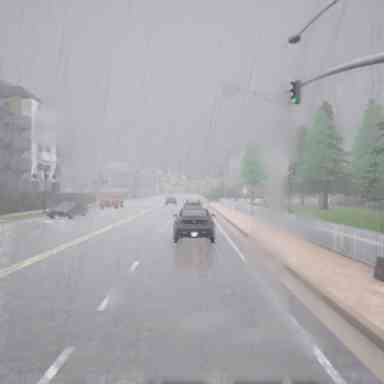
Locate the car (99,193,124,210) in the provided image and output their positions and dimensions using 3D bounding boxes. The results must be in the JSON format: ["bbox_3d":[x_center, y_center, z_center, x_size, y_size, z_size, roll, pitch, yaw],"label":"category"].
[{"bbox_3d":[-10.569,1.207,44.129,2.150,2.045,5.566,0,0,0],"label":"car"}]

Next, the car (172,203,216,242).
[{"bbox_3d":[0.099,1.500,16.272,1.837,1.490,4.892,0,0,0],"label":"car"}]

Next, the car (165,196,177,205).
[{"bbox_3d":[-3.501,1.486,56.490,1.837,1.490,4.892,0,0,0],"label":"car"}]

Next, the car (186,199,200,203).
[{"bbox_3d":[0.099,1.480,33.680,2.128,1.511,4.902,0,0,0],"label":"car"}]

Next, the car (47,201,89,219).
[{"bbox_3d":[-10.665,1.537,29.082,2.033,1.411,5.357,0,0,2],"label":"car"}]
